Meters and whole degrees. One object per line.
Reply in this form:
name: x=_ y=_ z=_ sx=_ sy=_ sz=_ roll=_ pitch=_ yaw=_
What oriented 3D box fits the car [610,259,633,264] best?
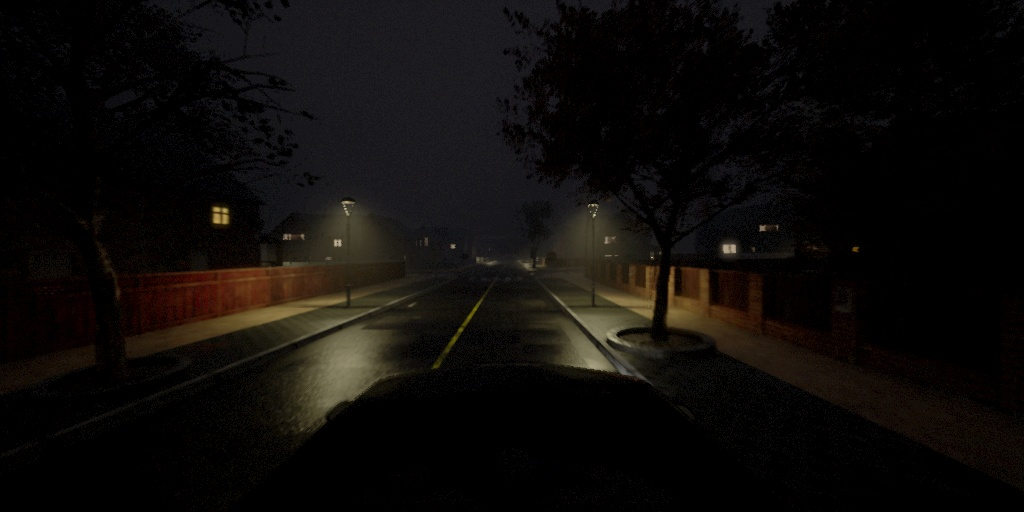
car: x=11.415 y=1.022 z=36.117 sx=4.902 sy=1.511 sz=2.128 roll=-1 pitch=2 yaw=0
